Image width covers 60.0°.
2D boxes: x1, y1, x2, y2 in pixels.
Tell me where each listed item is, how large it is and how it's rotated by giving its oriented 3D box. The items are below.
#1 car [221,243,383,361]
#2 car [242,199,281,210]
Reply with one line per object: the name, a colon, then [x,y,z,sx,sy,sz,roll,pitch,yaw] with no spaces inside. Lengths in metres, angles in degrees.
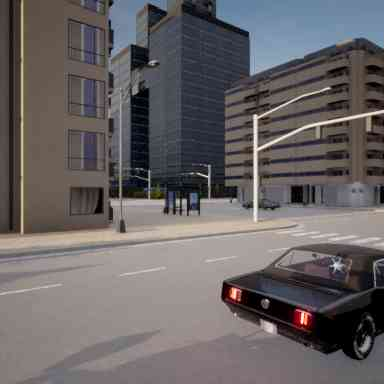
car: [2.866,1.601,5.959,4.718,1.301,1.895,0,0,-36]
car: [8.970,1.603,43.408,2.033,1.411,5.357,0,0,-37]
